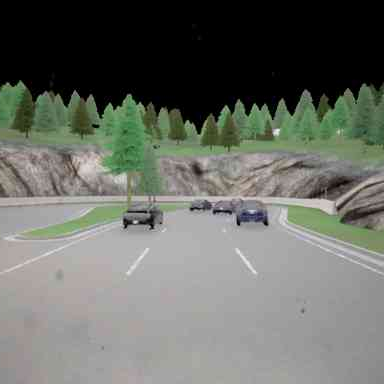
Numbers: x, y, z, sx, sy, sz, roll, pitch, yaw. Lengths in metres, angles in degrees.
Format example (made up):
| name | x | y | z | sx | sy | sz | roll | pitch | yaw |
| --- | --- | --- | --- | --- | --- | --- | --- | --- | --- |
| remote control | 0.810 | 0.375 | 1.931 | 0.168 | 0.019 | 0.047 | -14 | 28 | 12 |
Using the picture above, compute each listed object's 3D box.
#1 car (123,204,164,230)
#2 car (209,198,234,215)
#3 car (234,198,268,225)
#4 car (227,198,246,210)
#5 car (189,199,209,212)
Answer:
| name | x | y | z | sx | sy | sz | roll | pitch | yaw |
| --- | --- | --- | --- | --- | --- | --- | --- | --- | --- |
| car | -3.021 | 1.491 | 21.315 | 2.128 | 1.511 | 4.902 | 0 | 0 | 4 |
| car | 3.418 | 1.564 | 34.363 | 1.994 | 1.385 | 4.181 | 0 | 0 | 15 |
| car | 4.317 | 1.354 | 23.916 | 2.097 | 1.767 | 4.553 | 0 | 0 | 10 |
| car | 5.998 | 1.547 | 44.109 | 2.033 | 1.411 | 5.357 | 0 | 0 | 12 |
| car | 1.133 | 1.547 | 39.335 | 2.033 | 1.411 | 5.357 | 0 | 0 | 16 |
